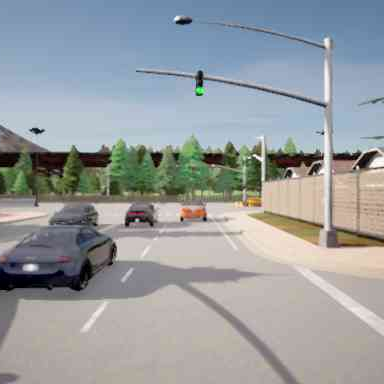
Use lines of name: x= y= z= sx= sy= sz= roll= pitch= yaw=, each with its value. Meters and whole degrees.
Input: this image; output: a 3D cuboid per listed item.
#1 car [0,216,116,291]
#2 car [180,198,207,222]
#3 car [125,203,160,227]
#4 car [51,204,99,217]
car: x=-3.401 y=1.566 z=9.022 sx=1.994 sy=1.385 sz=4.181 roll=0 pitch=0 yaw=0
car: x=0.124 y=1.360 z=26.937 sx=2.097 sy=1.767 sz=4.553 roll=0 pitch=0 yaw=0
car: x=-3.402 y=1.511 z=23.060 sx=1.837 sy=1.490 sz=4.892 roll=0 pitch=0 yaw=0
car: x=-7.078 y=1.512 z=20.361 sx=1.837 sy=1.490 sz=4.892 roll=0 pitch=0 yaw=0
